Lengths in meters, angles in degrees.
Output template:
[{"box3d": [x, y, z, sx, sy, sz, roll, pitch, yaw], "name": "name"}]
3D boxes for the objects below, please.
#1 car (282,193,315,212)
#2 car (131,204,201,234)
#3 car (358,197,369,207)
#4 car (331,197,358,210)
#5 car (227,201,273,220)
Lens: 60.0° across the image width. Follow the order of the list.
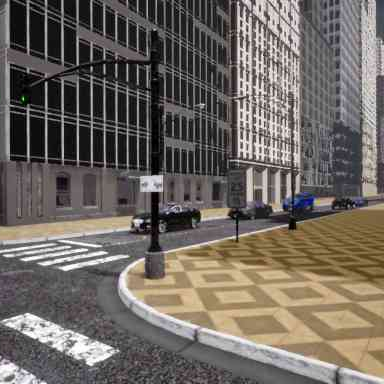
[{"box3d": [11.890, 1.111, 36.950, 2.150, 2.045, 5.566, 0, 0, 37], "name": "car"}, {"box3d": [-1.386, 1.447, 19.244, 2.128, 1.511, 4.902, 0, 0, 37], "name": "car"}, {"box3d": [24.597, 1.369, 48.773, 2.033, 1.411, 5.357, 0, 0, 37], "name": "car"}, {"box3d": [18.385, 1.359, 40.405, 1.837, 1.490, 4.892, 0, 0, 37], "name": "car"}, {"box3d": [4.978, 1.470, 27.742, 2.033, 1.411, 5.357, 0, 0, 37], "name": "car"}]
